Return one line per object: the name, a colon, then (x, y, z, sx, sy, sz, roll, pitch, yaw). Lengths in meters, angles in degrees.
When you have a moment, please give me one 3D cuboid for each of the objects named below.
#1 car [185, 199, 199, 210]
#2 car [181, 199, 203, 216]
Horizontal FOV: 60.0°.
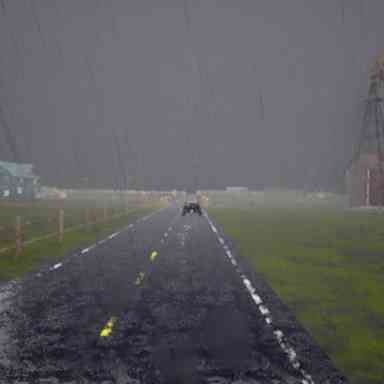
car: (0.027, 1.693, 46.615, 1.895, 1.301, 4.718, 0, 0, 1)
car: (0.006, 1.568, 33.877, 1.837, 1.490, 4.892, 0, 0, 0)
